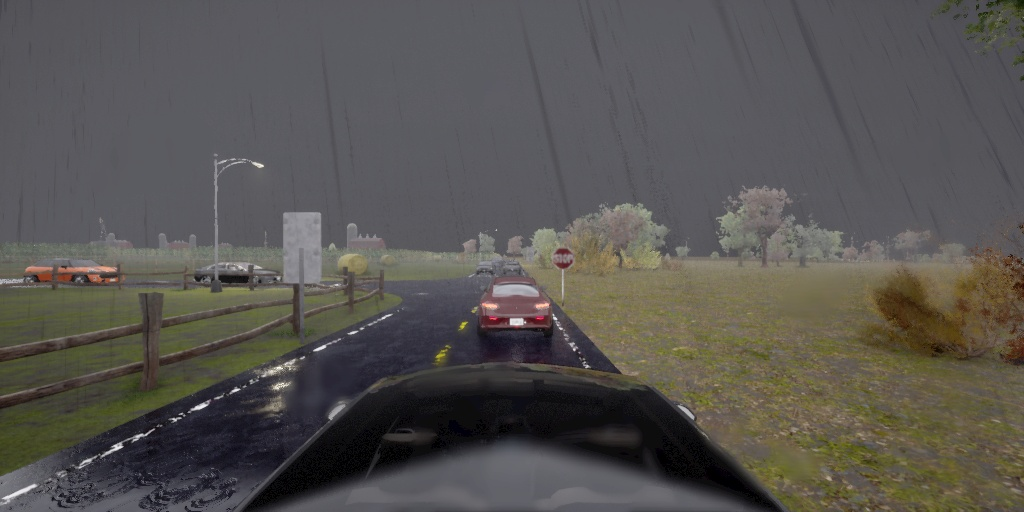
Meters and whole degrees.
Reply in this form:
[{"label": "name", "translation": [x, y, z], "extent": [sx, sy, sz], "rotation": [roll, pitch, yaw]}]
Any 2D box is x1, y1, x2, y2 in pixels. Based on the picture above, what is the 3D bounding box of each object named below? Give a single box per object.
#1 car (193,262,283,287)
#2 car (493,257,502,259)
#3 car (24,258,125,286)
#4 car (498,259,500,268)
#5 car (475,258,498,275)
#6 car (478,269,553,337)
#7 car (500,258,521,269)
[{"label": "car", "translation": [-17.355, 1.151, 22.861], "extent": [4.902, 1.511, 2.128], "rotation": [0, 1, -1]}, {"label": "car", "translation": [-2.872, 1.355, 59.529], "extent": [1.994, 1.385, 4.181], "rotation": [0, 0, 0]}, {"label": "car", "translation": [-27.599, 0.941, 22.743], "extent": [4.553, 1.767, 2.097], "rotation": [0, 1, 0]}, {"label": "car", "translation": [-2.901, 1.378, 49.517], "extent": [1.895, 1.301, 4.718], "rotation": [0, 0, 0]}, {"label": "car", "translation": [-2.890, 1.272, 39.437], "extent": [1.837, 1.490, 4.892], "rotation": [0, 0, 0]}, {"label": "car", "translation": [0.053, 1.275, 10.153], "extent": [1.812, 1.442, 4.674], "rotation": [0, 0, -1]}, {"label": "car", "translation": [0.035, 1.259, 41.087], "extent": [2.128, 1.511, 4.902], "rotation": [0, 0, 0]}]
